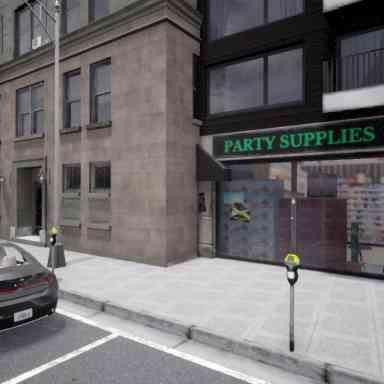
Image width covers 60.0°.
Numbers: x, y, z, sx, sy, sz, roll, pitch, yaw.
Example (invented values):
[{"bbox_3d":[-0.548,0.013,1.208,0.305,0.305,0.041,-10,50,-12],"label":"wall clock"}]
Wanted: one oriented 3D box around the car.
[{"bbox_3d":[-4.221,1.551,6.095,4.403,1.369,2.008,0,0,36],"label":"car"}]
